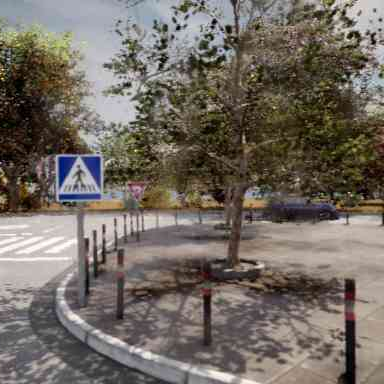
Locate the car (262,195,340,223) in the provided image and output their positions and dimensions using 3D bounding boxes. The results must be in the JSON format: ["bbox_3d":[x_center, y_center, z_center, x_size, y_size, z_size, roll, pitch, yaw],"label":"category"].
[{"bbox_3d":[6.692,0.965,20.746,4.553,1.767,2.097,-1,1,14],"label":"car"}]
